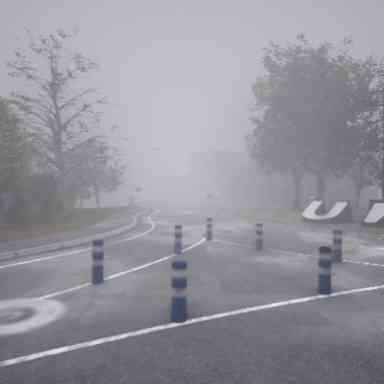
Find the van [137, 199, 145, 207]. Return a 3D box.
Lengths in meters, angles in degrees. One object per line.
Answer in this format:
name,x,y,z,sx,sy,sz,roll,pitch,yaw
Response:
van,-11.988,2.852,82.171,1.878,1.987,4.442,0,-3,-40

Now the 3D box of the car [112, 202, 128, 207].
car,-18.988,3.664,90.532,2.002,1.452,4.674,1,-3,-40

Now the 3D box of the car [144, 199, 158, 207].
car,-8.383,2.826,77.864,2.163,1.488,4.792,0,-3,-40

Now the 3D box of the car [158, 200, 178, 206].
car,-4.846,2.562,73.665,2.002,1.452,4.674,3,-5,-40
